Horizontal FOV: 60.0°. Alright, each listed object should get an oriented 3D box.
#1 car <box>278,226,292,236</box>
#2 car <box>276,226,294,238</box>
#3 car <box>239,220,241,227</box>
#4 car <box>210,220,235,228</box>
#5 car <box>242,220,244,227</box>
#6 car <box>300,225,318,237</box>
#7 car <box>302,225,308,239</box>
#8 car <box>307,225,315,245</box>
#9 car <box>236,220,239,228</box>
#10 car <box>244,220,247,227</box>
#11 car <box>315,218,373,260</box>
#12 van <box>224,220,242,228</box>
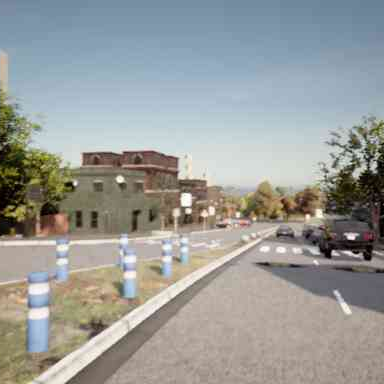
[{"bbox_3d":[13.457,5.555,48.077,1.895,1.301,4.718,1,-5,16],"label":"car"},{"bbox_3d":[10.960,4.689,39.249,1.994,1.385,4.181,1,-5,17],"label":"car"},{"bbox_3d":[8.724,8.144,82.851,5.366,1.575,1.946,2,-5,-4],"label":"car"},{"bbox_3d":[6.420,7.344,74.101,4.892,1.521,2.231,2,-5,-4],"label":"car"},{"bbox_3d":[10.622,8.569,88.709,4.553,1.767,2.185,2,-5,-4],"label":"car"},{"bbox_3d":[16.539,5.467,47.035,2.128,1.511,4.902,1,-5,16],"label":"car"},{"bbox_3d":[13.909,4.595,37.926,1.882,1.535,5.008,1,-5,16],"label":"car"},{"bbox_3d":[11.158,3.744,28.348,1.812,1.442,4.674,1,-5,16],"label":"car"},{"bbox_3d":[8.041,7.910,79.940,4.792,1.488,2.163,2,-5,-4],"label":"car"},{"bbox_3d":[12.269,9.236,94.531,4.892,1.521,2.231,2,-5,-4],"label":"car"},{"bbox_3d":[8.273,2.491,18.273,2.150,2.045,5.566,1,-5,17],"label":"car"},{"bbox_3d":[11.315,8.736,91.623,4.442,1.987,1.878,2,-5,-4],"label":"van"}]
